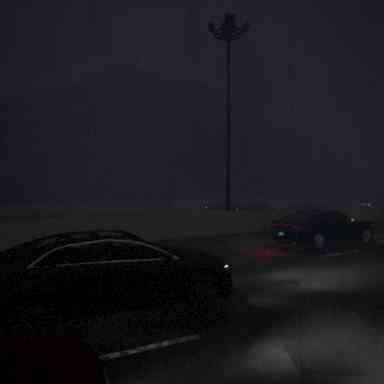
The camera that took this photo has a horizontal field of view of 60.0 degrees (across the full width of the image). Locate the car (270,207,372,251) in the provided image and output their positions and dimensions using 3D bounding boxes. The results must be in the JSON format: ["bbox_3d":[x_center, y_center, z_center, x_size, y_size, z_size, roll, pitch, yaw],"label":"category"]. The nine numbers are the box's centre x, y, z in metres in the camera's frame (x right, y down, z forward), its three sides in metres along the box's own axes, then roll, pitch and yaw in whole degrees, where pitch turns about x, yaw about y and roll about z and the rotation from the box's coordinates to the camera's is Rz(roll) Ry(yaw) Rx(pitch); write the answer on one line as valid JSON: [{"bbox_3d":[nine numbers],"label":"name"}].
[{"bbox_3d":[5.613,1.477,14.248,5.008,1.535,1.882,0,0,-30],"label":"car"}]

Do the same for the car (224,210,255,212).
[{"bbox_3d":[5.334,1.601,30.751,4.718,1.301,1.895,0,0,-33],"label":"car"}]

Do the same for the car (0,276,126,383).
[{"bbox_3d":[-2.757,1.601,1.769,4.718,1.301,1.895,0,0,-26],"label":"car"}]

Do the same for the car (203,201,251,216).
[{"bbox_3d":[3.584,1.601,33.788,4.718,1.301,1.895,0,0,-34],"label":"car"}]

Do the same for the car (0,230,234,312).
[{"bbox_3d":[-1.502,1.490,6.316,4.902,1.511,2.128,0,0,-27],"label":"car"}]

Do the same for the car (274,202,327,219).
[{"bbox_3d":[9.642,1.601,29.432,4.718,1.301,1.895,0,0,-34],"label":"car"}]
